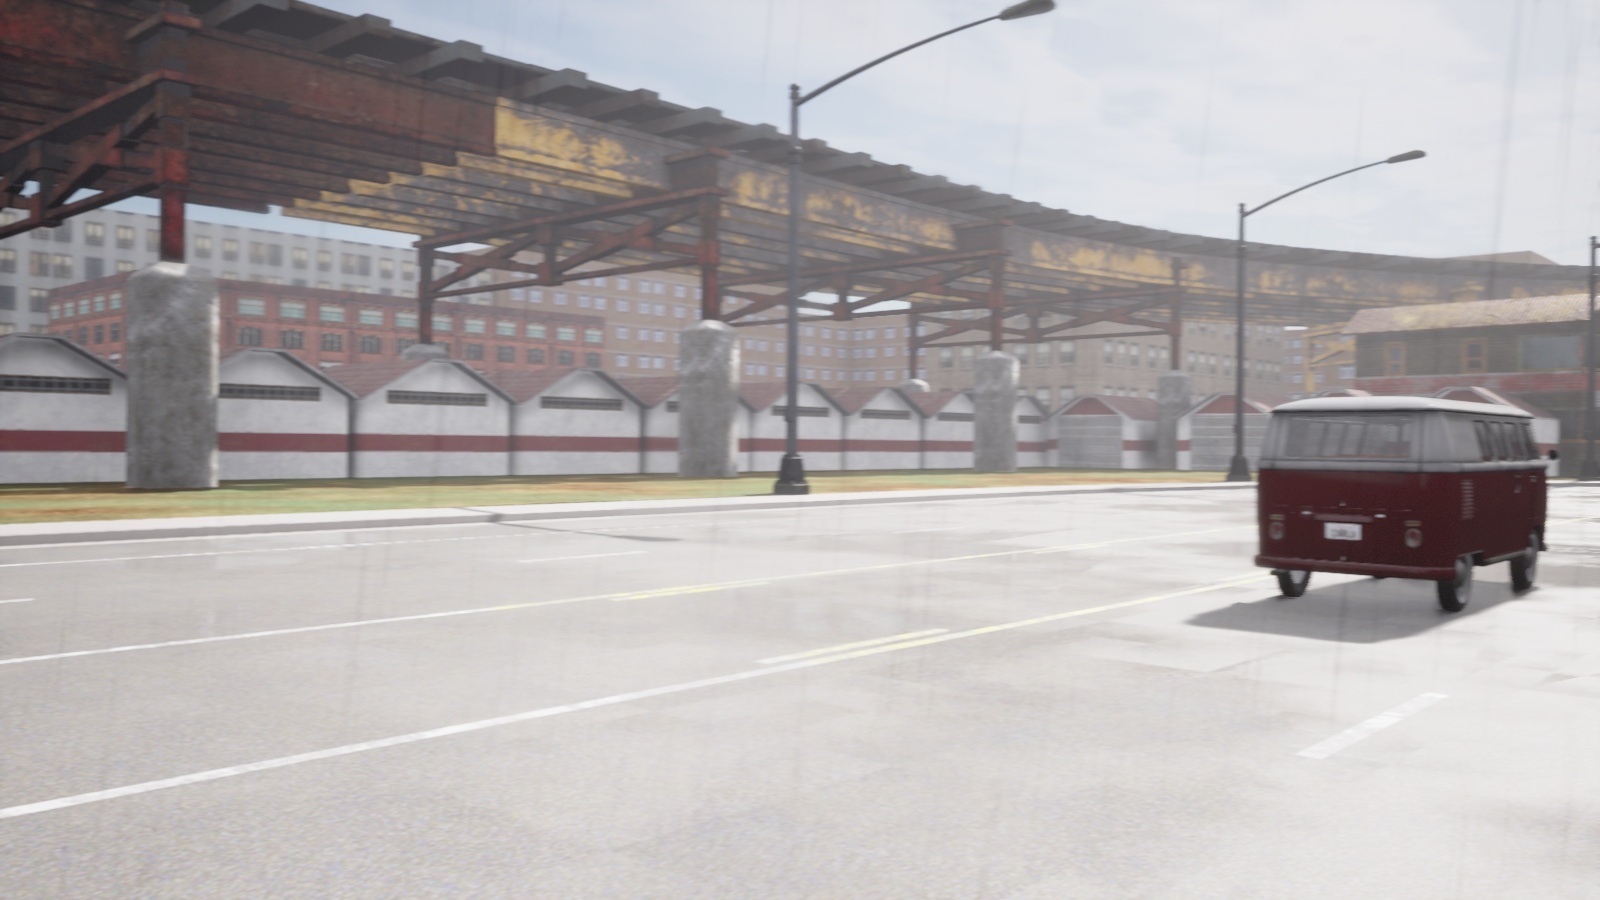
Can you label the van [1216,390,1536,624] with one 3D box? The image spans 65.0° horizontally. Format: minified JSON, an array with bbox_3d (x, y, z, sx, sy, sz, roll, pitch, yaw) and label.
[{"bbox_3d":[6.064,0.476,12.923,1.775,1.987,4.442,1,1,41],"label":"van"}]
